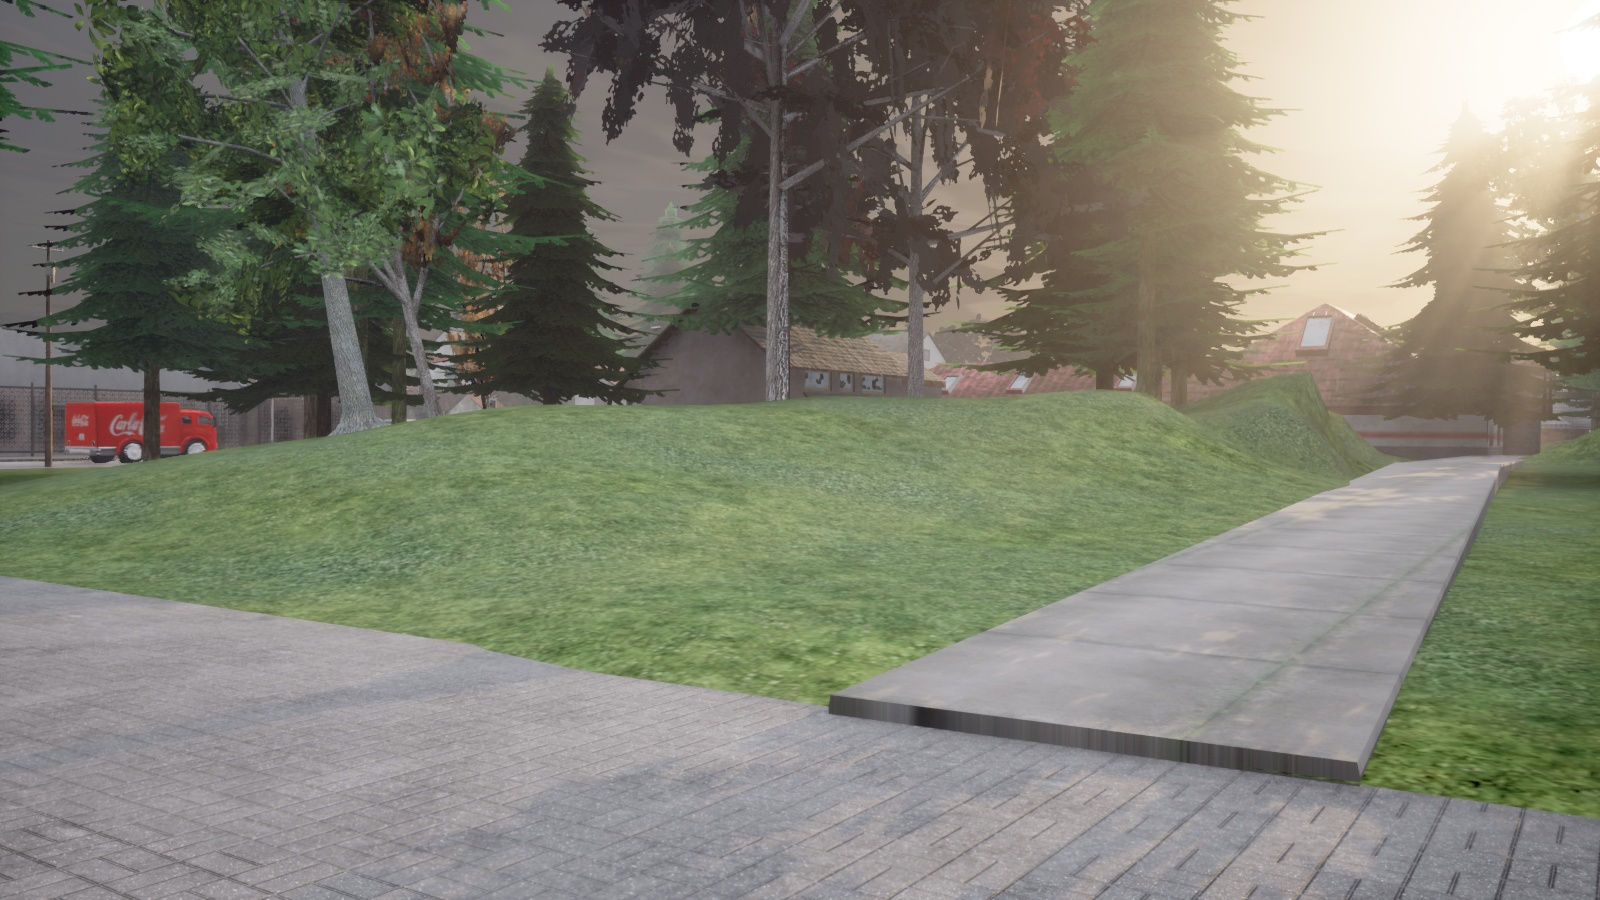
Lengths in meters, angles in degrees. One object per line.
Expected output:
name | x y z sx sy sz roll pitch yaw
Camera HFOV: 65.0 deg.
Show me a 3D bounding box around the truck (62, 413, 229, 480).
truck | -25.937 -0.193 49.931 2.627 2.467 5.204 0 2 33
